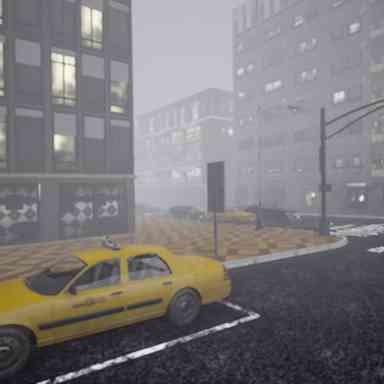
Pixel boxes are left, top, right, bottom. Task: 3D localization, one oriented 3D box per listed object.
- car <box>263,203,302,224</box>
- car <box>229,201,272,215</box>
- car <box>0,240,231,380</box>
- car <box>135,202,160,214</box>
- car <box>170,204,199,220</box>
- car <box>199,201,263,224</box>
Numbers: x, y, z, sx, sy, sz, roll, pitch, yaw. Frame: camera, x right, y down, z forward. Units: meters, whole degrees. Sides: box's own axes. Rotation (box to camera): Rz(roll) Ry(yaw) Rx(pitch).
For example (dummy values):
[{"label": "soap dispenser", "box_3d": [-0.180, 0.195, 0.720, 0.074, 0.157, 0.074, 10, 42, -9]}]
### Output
[{"label": "car", "box_3d": [6.268, 1.588, 26.132, 2.128, 1.511, 4.902, -1, 0, -36]}, {"label": "car", "box_3d": [6.241, 1.677, 35.932, 2.008, 1.369, 4.403, -2, 1, -36]}, {"label": "car", "box_3d": [-1.545, 1.509, 5.420, 4.829, 1.417, 1.752, -1, 0, -36]}, {"label": "car", "box_3d": [-6.156, 1.994, 43.062, 2.033, 1.411, 5.357, -1, 0, -36]}, {"label": "car", "box_3d": [-0.509, 1.840, 30.969, 1.947, 1.339, 4.313, -2, 0, -36]}, {"label": "car", "box_3d": [2.938, 1.703, 26.276, 1.752, 1.417, 4.829, -2, 0, -36]}]
